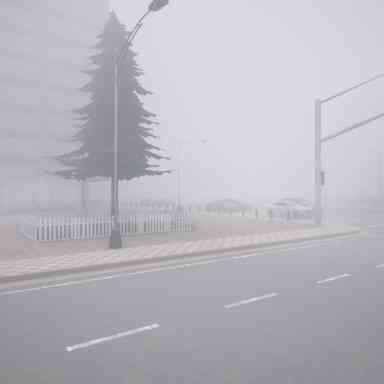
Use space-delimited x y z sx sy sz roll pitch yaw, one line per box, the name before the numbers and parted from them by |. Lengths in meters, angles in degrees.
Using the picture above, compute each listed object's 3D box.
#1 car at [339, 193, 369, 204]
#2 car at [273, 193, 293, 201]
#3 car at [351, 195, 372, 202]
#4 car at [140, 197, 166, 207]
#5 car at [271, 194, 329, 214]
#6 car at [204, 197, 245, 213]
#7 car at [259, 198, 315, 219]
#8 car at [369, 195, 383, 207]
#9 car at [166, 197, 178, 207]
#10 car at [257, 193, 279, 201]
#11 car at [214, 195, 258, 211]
car | 35.502 1.153 72.750 1.932 1.855 4.605 0 0 -36
car | 22.243 1.153 81.796 1.932 1.855 4.605 0 0 -36
car | 37.899 1.364 74.378 1.784 1.438 3.905 0 0 -36
car | -6.148 1.564 49.858 1.994 1.385 4.181 0 0 -35
car | 10.500 1.352 32.627 2.097 1.767 4.553 0 0 -36
car | 3.361 1.564 36.570 1.994 1.385 4.181 0 0 -36
car | 8.519 1.526 29.422 1.812 1.442 4.674 0 0 -34
car | 27.334 1.153 45.441 1.932 1.855 4.605 0 0 -36
car | -4.054 1.526 52.955 1.812 1.442 4.674 0 0 -36
car | 17.728 1.395 78.519 1.970 1.475 3.806 0 0 -36
car | 5.174 1.478 40.048 1.882 1.535 5.008 0 0 -36
